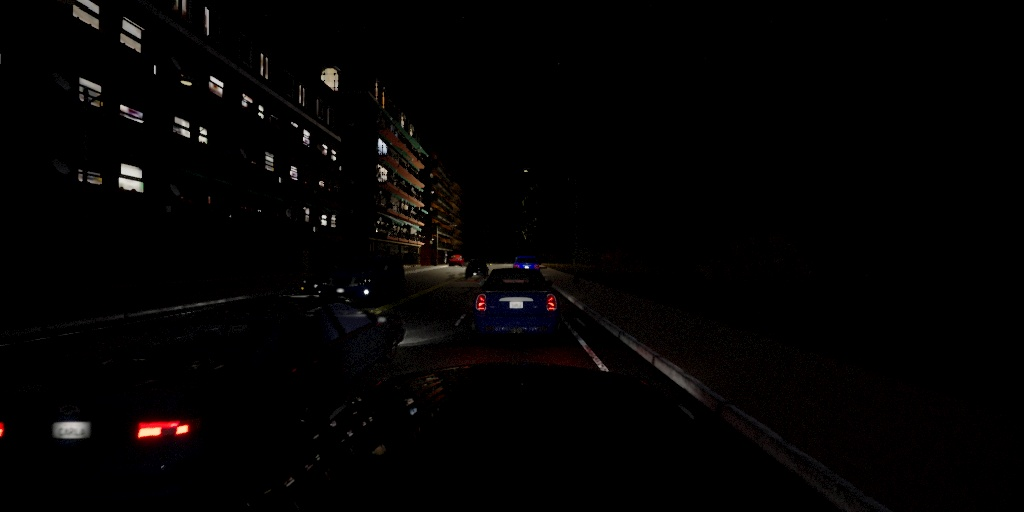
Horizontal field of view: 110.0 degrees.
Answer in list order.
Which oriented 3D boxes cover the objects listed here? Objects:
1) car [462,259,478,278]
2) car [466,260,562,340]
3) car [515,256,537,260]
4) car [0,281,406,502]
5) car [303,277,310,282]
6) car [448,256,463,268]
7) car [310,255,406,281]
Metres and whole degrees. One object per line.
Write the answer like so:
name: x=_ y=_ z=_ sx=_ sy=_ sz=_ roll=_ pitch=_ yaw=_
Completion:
car: x=-3.142 y=1.260 z=32.864 sx=1.837 sy=1.490 sz=4.892 roll=0 pitch=0 yaw=0
car: x=0.100 y=1.103 z=10.083 sx=2.097 sy=1.767 sz=4.553 roll=0 pitch=0 yaw=0
car: x=1.145 y=0.979 z=30.037 sx=2.150 sy=2.045 sz=5.566 roll=0 pitch=0 yaw=0
car: x=-3.153 y=1.297 z=5.077 sx=2.033 sy=1.411 sz=5.357 roll=0 pitch=0 yaw=0
car: x=-9.846 y=1.317 z=20.036 sx=1.994 sy=1.385 sz=4.181 roll=0 pitch=0 yaw=0
car: x=-9.794 y=0.973 z=63.102 sx=2.150 sy=2.045 sz=5.566 roll=0 pitch=0 yaw=0
car: x=-6.598 y=0.974 z=16.546 sx=2.150 sy=2.045 sz=5.566 roll=0 pitch=0 yaw=0
